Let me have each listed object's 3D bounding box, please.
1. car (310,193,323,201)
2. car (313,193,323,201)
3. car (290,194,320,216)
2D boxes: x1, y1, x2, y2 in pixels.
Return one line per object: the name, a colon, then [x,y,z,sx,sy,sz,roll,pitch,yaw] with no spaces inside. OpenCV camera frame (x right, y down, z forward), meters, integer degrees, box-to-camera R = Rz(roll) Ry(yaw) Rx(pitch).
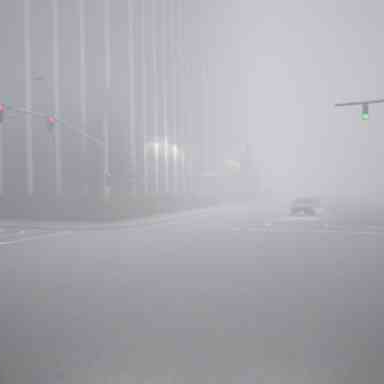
car: [21.332,0.840,56.823,1.895,1.301,4.718,-1,0,23]
car: [14.065,1.087,39.339,1.895,1.301,4.718,-1,0,23]
car: [9.598,1.186,28.494,2.033,1.411,5.357,-1,0,22]
